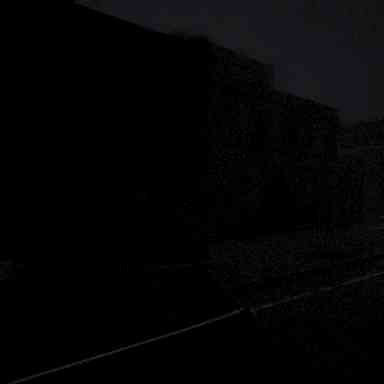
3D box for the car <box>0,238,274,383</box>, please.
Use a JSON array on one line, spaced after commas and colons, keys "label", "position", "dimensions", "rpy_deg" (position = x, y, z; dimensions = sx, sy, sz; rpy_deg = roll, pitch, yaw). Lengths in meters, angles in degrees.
[{"label": "car", "position": [-1.492, 1.353, 2.626], "dimensions": [4.553, 1.767, 2.097], "rpy_deg": [0, 0, -36]}]
